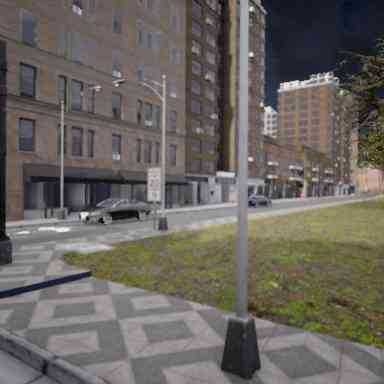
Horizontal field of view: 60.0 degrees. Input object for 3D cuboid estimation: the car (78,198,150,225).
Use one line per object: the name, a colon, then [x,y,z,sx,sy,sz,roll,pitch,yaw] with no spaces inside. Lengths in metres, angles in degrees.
car: [-4.695,1.133,20.718,2.128,1.511,4.902,1,1,36]

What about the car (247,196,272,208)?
car: [7.184,1.096,37.304,1.895,1.301,4.718,1,1,36]
